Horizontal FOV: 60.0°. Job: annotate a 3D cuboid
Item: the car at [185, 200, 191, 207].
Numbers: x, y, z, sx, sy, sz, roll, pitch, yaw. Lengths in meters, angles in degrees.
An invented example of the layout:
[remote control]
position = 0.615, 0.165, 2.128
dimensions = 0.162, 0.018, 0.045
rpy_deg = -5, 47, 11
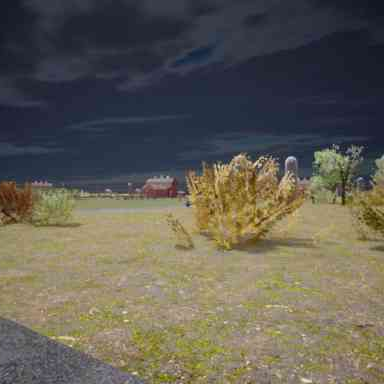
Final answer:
[car]
position = 0.700, 2.067, 62.467
dimensions = 1.837, 1.490, 4.892
rpy_deg = -1, -1, 36
